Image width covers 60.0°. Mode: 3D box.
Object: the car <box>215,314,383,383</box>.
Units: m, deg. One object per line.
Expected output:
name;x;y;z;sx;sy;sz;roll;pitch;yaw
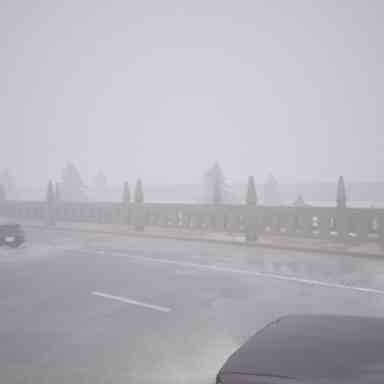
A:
car;2.723;1.536;1.966;5.357;1.411;2.033;0;0;35

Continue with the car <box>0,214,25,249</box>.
car;-8.428;1.482;12.795;4.674;1.442;1.812;0;0;28
